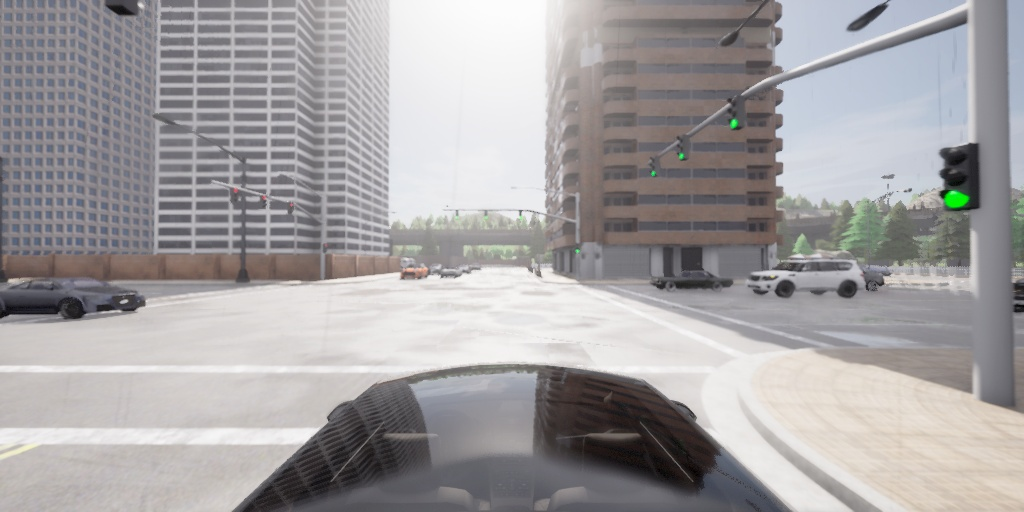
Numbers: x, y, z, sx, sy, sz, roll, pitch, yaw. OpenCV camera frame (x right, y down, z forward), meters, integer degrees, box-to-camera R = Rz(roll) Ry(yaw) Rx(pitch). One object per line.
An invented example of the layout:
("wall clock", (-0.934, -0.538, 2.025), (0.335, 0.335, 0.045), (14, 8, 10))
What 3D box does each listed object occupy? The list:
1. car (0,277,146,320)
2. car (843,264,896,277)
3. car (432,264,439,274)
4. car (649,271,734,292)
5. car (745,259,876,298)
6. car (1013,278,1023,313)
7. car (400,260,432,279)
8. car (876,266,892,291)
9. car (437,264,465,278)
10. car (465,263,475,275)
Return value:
("car", (-15.997, 1.463, 12.961), (4.181, 1.385, 1.994), (0, -1, 0))
("car", (43.818, 1.775, 44.142), (1.812, 1.442, 4.674), (0, 0, 0))
("car", (-10.589, 1.879, 50.183), (2.128, 1.511, 4.902), (0, -1, 0))
("car", (11.581, 1.636, 23.438), (4.718, 1.301, 1.895), (0, -1, 2))
("car", (16.143, 1.209, 19.882), (5.566, 2.045, 2.150), (0, -1, 0))
("car", (20.511, 1.400, 12.768), (4.892, 1.490, 1.837), (0, -1, 0))
("car", (-10.588, 1.593, 39.094), (2.097, 1.767, 4.553), (0, -1, 0))
("car", (21.166, 1.523, 23.321), (4.902, 1.511, 2.128), (0, -1, 1))
("car", (-7.081, 1.880, 41.953), (1.895, 1.301, 4.718), (0, -1, 0))
("car", (-7.084, 1.969, 52.827), (2.033, 1.411, 5.357), (0, -1, 0))
